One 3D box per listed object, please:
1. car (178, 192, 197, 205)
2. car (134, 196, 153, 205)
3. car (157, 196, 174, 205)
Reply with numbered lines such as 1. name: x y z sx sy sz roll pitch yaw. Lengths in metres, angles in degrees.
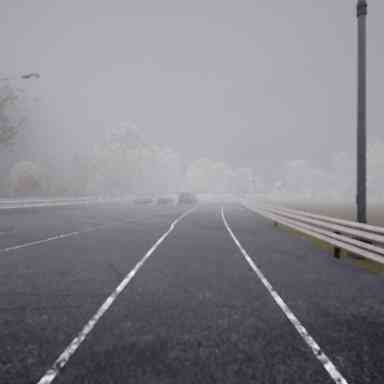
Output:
1. car: -0.679 1.086 53.717 2.150 2.045 5.566 0 0 12
2. car: -7.795 1.356 53.823 2.128 1.511 4.902 0 0 12
3. car: -4.231 1.371 53.751 1.837 1.490 4.892 0 0 12
